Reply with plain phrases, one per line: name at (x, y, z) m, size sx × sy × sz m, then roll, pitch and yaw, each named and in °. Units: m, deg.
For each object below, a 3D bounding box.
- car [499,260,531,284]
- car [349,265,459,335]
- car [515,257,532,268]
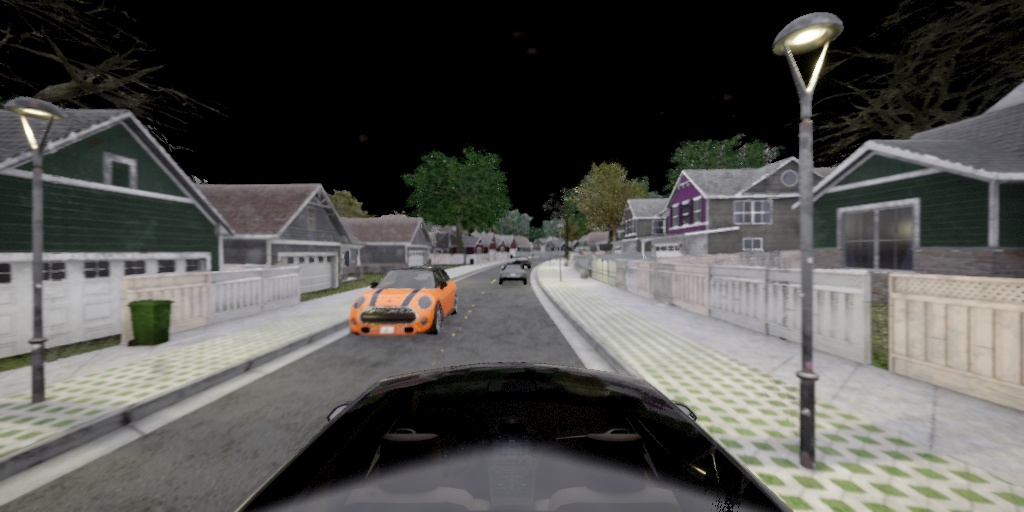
car at (0.146, 1.196, 26.016) m, size 1.994 × 1.385 × 4.181 m, roll 0°, pitch 1°, yaw 2°
car at (-2.884, 1.106, 10.498) m, size 2.097 × 1.767 × 4.553 m, roll 0°, pitch 0°, yaw 0°
car at (1.401, 0.803, 44.021) m, size 1.882 × 1.535 × 5.008 m, roll 0°, pitch 1°, yaw 6°
